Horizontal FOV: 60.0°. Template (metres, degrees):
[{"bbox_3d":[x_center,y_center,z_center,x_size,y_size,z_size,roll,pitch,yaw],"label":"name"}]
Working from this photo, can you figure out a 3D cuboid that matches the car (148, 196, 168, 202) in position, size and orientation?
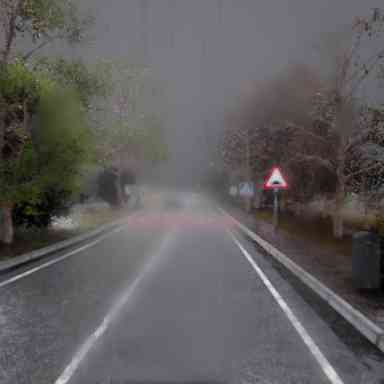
[{"bbox_3d":[-8.929,1.785,86.921,5.008,1.535,2.097,0,-2,1],"label":"car"}]

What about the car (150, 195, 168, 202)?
[{"bbox_3d":[-8.917,1.741,89.700,4.553,1.767,2.185,0,-2,1],"label":"car"}]

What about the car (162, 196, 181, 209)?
[{"bbox_3d":[-2.483,1.588,43.961,1.895,1.301,4.718,0,0,1],"label":"car"}]

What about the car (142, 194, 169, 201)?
[{"bbox_3d":[-8.811,1.646,81.379,5.366,1.575,1.946,0,-1,1],"label":"car"}]

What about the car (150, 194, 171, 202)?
[{"bbox_3d":[-8.819,1.701,92.474,5.566,2.045,2.435,0,-2,1],"label":"car"}]

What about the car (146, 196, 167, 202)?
[{"bbox_3d":[-8.965,1.714,84.150,4.892,1.521,2.231,0,-1,1],"label":"car"}]
